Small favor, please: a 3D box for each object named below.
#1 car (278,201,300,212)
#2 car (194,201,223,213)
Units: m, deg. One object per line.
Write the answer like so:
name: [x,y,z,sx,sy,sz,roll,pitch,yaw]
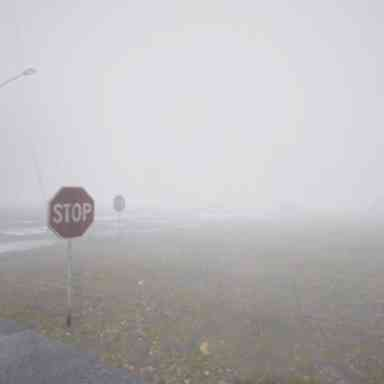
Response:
car: [14.248,2.118,48.525,1.882,1.535,5.008,1,0,36]
car: [2.204,1.958,43.846,1.882,1.535,5.008,1,1,36]
